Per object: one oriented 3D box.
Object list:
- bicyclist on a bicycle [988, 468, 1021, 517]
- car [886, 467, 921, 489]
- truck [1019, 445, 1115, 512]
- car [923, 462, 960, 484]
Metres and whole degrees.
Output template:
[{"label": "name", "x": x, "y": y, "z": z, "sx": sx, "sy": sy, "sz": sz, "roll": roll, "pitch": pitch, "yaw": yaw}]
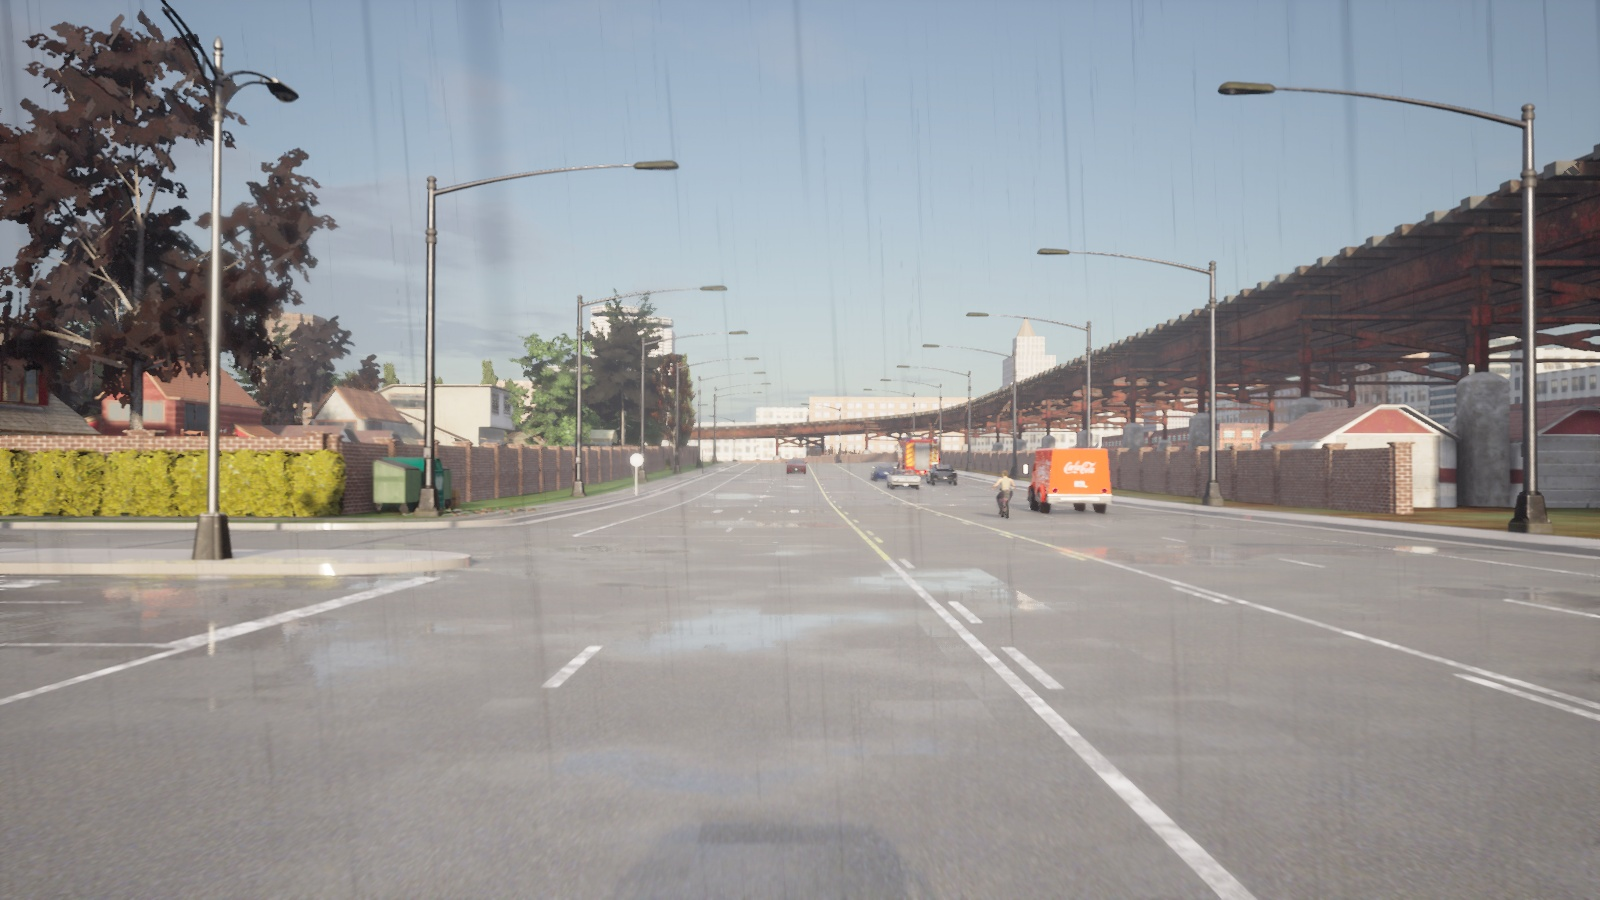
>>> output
[{"label": "bicyclist on a bicycle", "x": 6.870, "y": 1.432, "z": 42.292, "sx": 0.866, "sy": 1.612, "sz": 1.509, "roll": 0, "pitch": -1, "yaw": 0}, {"label": "car", "x": 6.760, "y": 1.846, "z": 82.399, "sx": 1.895, "sy": 1.301, "sz": 4.718, "roll": 0, "pitch": 0, "yaw": 0}, {"label": "truck", "x": 10.355, "y": 1.108, "z": 49.149, "sx": 2.627, "sy": 2.467, "sz": 5.204, "roll": 0, "pitch": -1, "yaw": 0}, {"label": "car", "x": 10.234, "y": 1.642, "z": 90.935, "sx": 2.128, "sy": 1.511, "sz": 4.902, "roll": 0, "pitch": 0, "yaw": 0}]
